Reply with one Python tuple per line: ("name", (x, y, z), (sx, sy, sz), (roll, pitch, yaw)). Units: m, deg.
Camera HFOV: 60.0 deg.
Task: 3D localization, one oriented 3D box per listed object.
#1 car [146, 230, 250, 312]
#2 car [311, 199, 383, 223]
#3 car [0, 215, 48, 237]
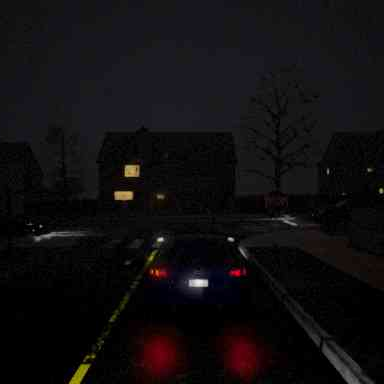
("car", (0.092, 1.564, 7.818), (1.994, 1.385, 4.181), (0, 0, -1))
("car", (10.297, 1.215, 21.941), (4.674, 1.442, 1.812), (-1, 1, 0))
("car", (-10.464, 1.789, 18.798), (4.181, 1.385, 1.994), (-1, 1, 4))
